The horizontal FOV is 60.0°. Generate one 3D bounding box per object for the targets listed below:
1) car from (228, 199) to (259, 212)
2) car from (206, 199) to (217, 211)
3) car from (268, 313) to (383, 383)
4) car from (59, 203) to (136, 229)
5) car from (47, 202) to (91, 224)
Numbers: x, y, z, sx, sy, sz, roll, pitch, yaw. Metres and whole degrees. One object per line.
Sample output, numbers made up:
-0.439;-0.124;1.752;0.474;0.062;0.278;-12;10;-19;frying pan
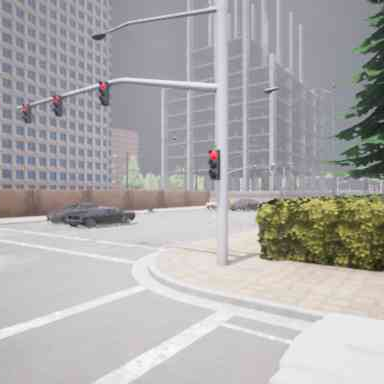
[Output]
6.328;1.561;39.737;1.837;1.490;4.892;0;0;36;car
3.615;1.533;41.955;1.882;1.535;5.008;0;0;36;car
2.828;1.601;1.951;4.718;1.301;1.895;0;0;36;car
-6.090;1.656;22.383;1.895;1.301;4.718;0;0;35;car
-8.457;1.560;25.092;1.837;1.490;4.892;0;0;35;car
